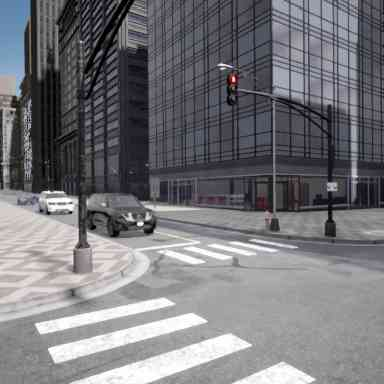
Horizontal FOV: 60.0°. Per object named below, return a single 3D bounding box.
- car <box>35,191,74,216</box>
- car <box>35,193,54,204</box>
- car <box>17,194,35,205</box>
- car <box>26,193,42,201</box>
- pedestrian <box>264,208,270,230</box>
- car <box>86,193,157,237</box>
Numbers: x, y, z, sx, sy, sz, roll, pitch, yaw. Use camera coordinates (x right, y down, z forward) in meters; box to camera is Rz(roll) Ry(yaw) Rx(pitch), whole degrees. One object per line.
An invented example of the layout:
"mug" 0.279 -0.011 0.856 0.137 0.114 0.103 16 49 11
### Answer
"car" -12.514 0.961 30.425 2.150 2.045 5.566 -1 1 -34
"car" -22.851 0.953 51.446 1.837 1.490 4.892 -1 1 -34
"car" -23.256 1.077 46.504 2.033 1.411 5.357 -1 1 -34
"car" -28.413 0.923 59.679 1.895 1.301 4.718 -1 1 -34
"pedestrian" 3.906 1.374 17.249 0.500 1.100 0.500 0 0 -34
"car" -3.943 1.103 17.730 2.150 2.045 5.566 -1 1 -34
